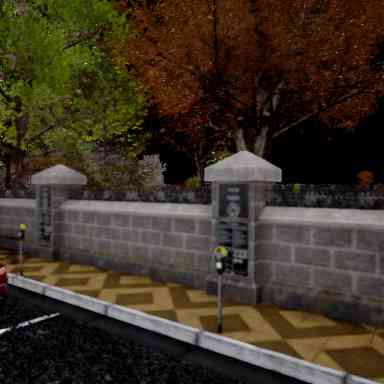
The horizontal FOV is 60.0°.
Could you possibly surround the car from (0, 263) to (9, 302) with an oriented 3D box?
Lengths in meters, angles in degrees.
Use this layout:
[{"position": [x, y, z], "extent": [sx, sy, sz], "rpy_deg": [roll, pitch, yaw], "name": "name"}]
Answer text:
[{"position": [-5.258, 1.536, 6.639], "extent": [4.206, 1.307, 1.802], "rpy_deg": [0, 0, 35], "name": "car"}]
